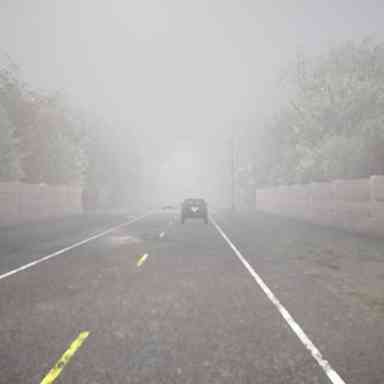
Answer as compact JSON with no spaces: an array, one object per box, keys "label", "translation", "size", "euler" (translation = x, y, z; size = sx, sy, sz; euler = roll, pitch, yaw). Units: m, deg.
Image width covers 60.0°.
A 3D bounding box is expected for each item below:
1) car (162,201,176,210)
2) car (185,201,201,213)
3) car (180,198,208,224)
[{"label":"car","translation":[-3.448,2.000,50.359],"size":[2.033,1.411,5.357],"euler":[0,0,1]},{"label":"car","translation":[0.148,1.972,44.559],"size":[1.994,1.385,4.181],"euler":[0,0,1]},{"label":"car","translation":[0.177,1.489,27.665],"size":[2.150,2.045,5.566],"euler":[0,0,0]}]
